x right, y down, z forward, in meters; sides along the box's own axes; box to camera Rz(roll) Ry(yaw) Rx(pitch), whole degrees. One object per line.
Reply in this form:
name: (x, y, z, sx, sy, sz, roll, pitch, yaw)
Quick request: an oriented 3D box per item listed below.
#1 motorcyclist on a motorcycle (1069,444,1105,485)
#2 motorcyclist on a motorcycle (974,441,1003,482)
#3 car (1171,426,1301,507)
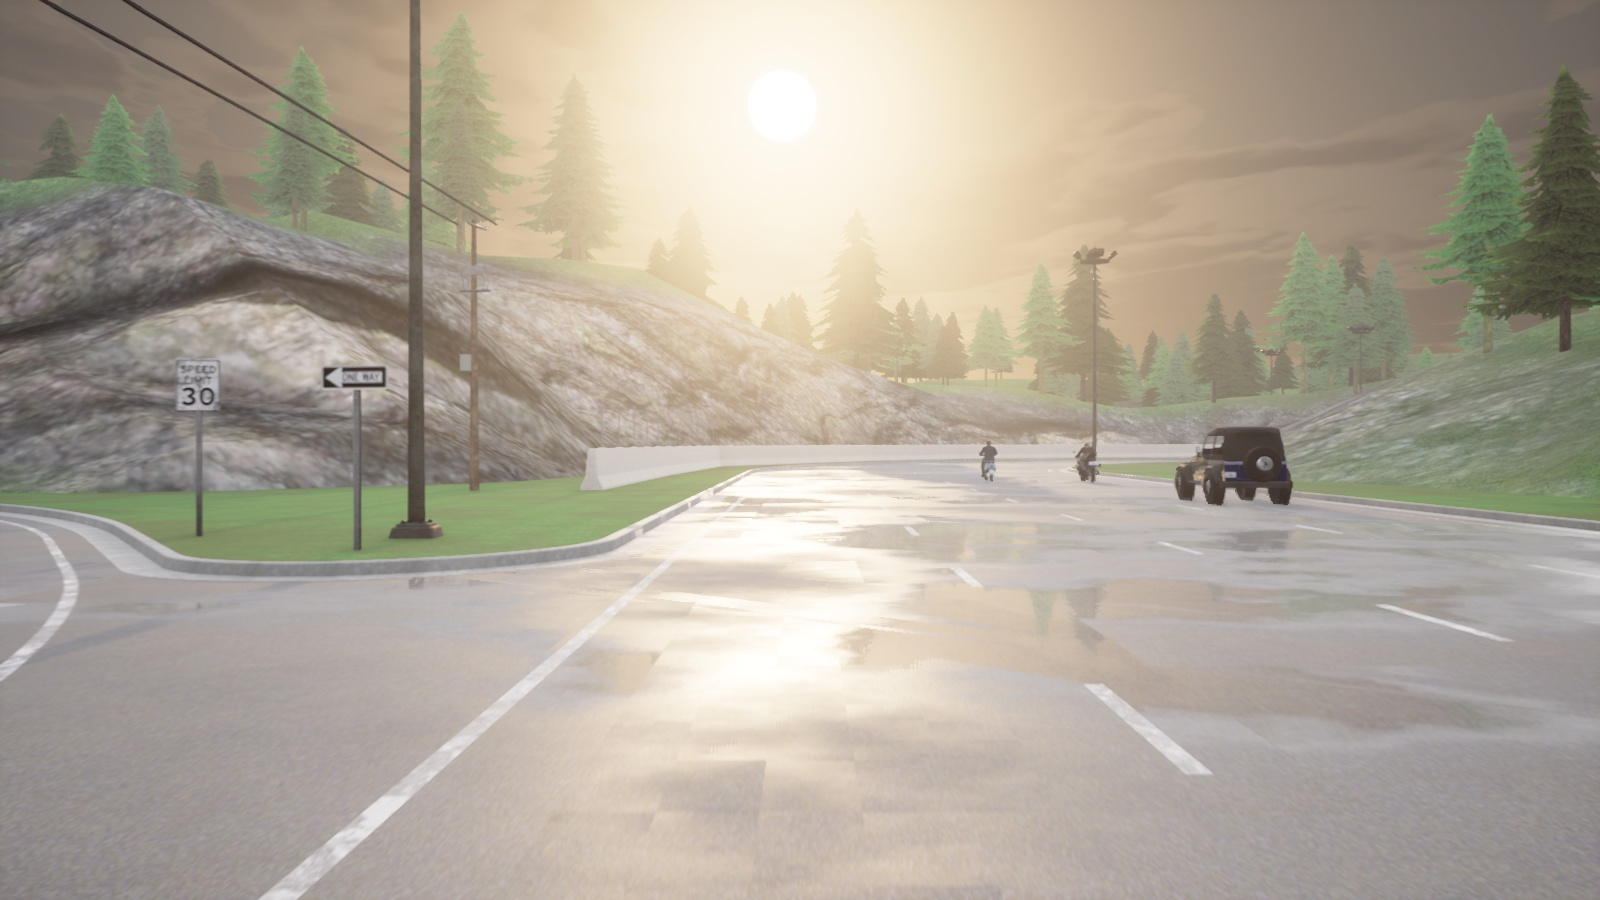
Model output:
motorcyclist on a motorcycle: (10.784, 0.524, 47.285, 0.866, 1.530, 2.191, 0, 0, 0)
motorcyclist on a motorcycle: (7.292, 0.431, 48.690, 0.866, 1.590, 1.817, 0, 0, 0)
car: (10.692, 0.375, 31.096, 1.905, 1.878, 3.866, 0, 0, 0)
